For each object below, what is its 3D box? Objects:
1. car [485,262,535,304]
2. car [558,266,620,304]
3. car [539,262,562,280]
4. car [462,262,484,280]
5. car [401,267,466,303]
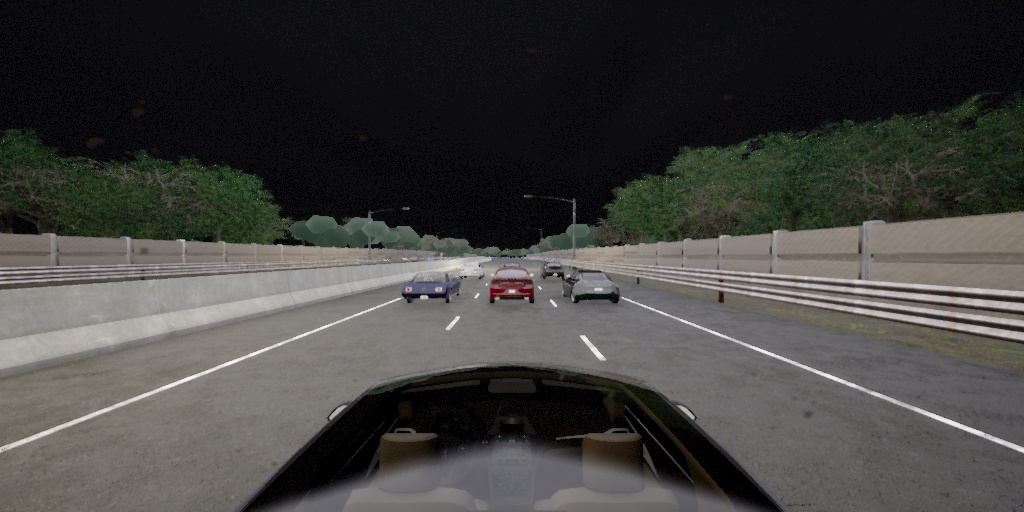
[{"bbox_3d":[0.000,1.235,16.499,1.882,1.535,5.008,0,0,0],"label":"car"},{"bbox_3d":[3.500,1.322,16.499,1.994,1.385,4.181,0,0,0],"label":"car"},{"bbox_3d":[3.500,1.266,31.500,1.837,1.490,4.892,0,0,0],"label":"car"},{"bbox_3d":[-3.500,1.283,31.500,1.812,1.442,4.674,0,0,0],"label":"car"},{"bbox_3d":[-3.500,1.366,16.529,1.895,1.301,4.718,0,0,0],"label":"car"}]
